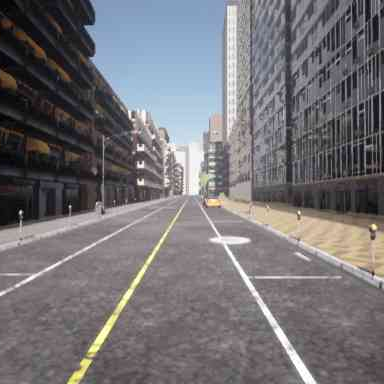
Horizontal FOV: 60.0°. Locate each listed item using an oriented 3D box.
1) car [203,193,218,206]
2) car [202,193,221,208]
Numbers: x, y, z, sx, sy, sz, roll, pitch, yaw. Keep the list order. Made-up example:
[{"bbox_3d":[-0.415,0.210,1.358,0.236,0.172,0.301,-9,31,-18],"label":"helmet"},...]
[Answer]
[{"bbox_3d":[2.981,1.223,55.387,2.150,2.045,5.566,0,0,0],"label":"car"},{"bbox_3d":[2.988,1.342,48.326,2.097,1.767,4.553,0,0,0],"label":"car"}]
